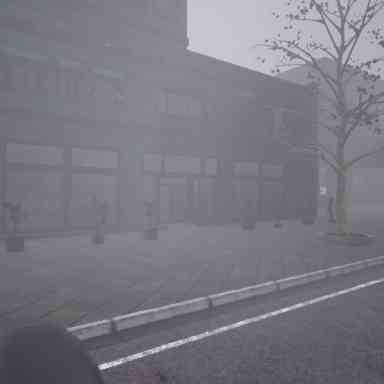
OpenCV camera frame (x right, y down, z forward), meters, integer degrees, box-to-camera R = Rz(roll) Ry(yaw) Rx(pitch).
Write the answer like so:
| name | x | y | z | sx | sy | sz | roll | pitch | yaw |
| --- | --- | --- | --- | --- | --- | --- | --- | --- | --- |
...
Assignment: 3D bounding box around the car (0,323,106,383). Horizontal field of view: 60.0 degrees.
| name | x | y | z | sx | sy | sz | roll | pitch | yaw |
| --- | --- | --- | --- | --- | --- | --- | --- | --- | --- |
| car | -2.944 | 1.548 | 1.285 | 5.357 | 1.411 | 2.033 | 0 | 0 | -35 |
